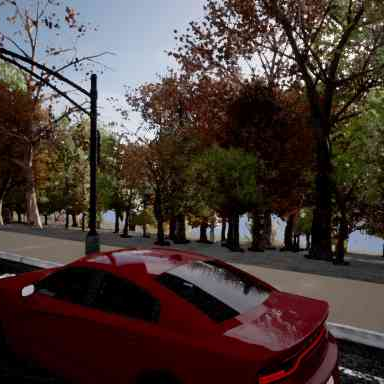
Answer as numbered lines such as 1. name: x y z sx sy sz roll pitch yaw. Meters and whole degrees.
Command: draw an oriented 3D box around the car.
1. car: -0.849 1.477 4.283 5.008 1.535 1.882 0 0 35
